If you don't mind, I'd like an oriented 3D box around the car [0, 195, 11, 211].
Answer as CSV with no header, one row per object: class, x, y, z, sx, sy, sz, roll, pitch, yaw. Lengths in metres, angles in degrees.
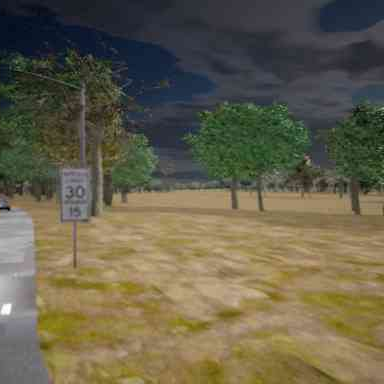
car,-21.193,1.377,36.545,1.994,1.385,4.181,0,1,-34
